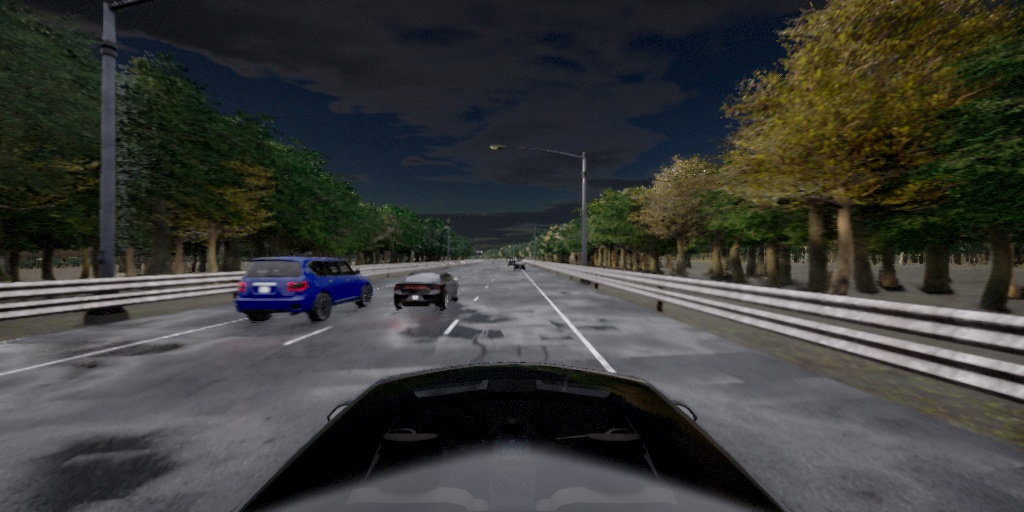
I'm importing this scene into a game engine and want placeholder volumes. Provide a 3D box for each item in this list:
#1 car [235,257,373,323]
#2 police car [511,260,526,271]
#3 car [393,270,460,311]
[{"bbox_3d":[-6.900,1.047,12.670,2.150,2.045,5.566,0,0,0],"label":"car"},{"bbox_3d":[1.219,1.517,57.698,1.930,1.638,5.238,0,0,0],"label":"police car"},{"bbox_3d":[-3.401,1.319,15.084,1.882,1.535,5.008,0,0,0],"label":"car"}]
